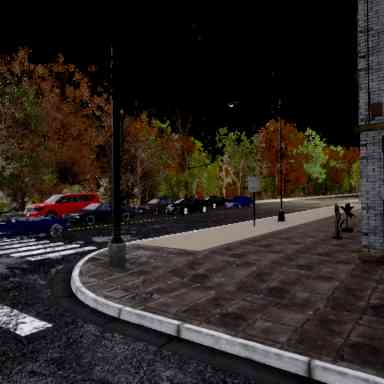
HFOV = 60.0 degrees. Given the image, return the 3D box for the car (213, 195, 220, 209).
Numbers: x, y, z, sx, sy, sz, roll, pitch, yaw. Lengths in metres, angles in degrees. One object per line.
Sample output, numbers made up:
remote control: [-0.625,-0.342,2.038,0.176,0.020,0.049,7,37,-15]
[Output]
car: [2.746,1.204,40.226,1.837,1.490,4.892,-1,0,37]

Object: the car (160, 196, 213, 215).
car: [-0.389,1.261,30.490,1.837,1.490,4.892,-1,0,36]

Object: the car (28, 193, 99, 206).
car: [-9.146,1.127,24.066,2.150,2.045,5.566,-1,0,36]

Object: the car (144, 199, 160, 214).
car: [-3.069,1.348,32.322,2.033,1.411,5.357,-1,0,37]

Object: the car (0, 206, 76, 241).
car: [-7.837,1.487,14.530,1.895,1.301,4.718,-1,0,36]

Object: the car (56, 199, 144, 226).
car: [-6.105,1.402,22.711,2.033,1.411,5.357,-1,0,36]

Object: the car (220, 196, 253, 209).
car: [5.479,1.180,38.464,1.812,1.442,4.674,-1,0,36]
